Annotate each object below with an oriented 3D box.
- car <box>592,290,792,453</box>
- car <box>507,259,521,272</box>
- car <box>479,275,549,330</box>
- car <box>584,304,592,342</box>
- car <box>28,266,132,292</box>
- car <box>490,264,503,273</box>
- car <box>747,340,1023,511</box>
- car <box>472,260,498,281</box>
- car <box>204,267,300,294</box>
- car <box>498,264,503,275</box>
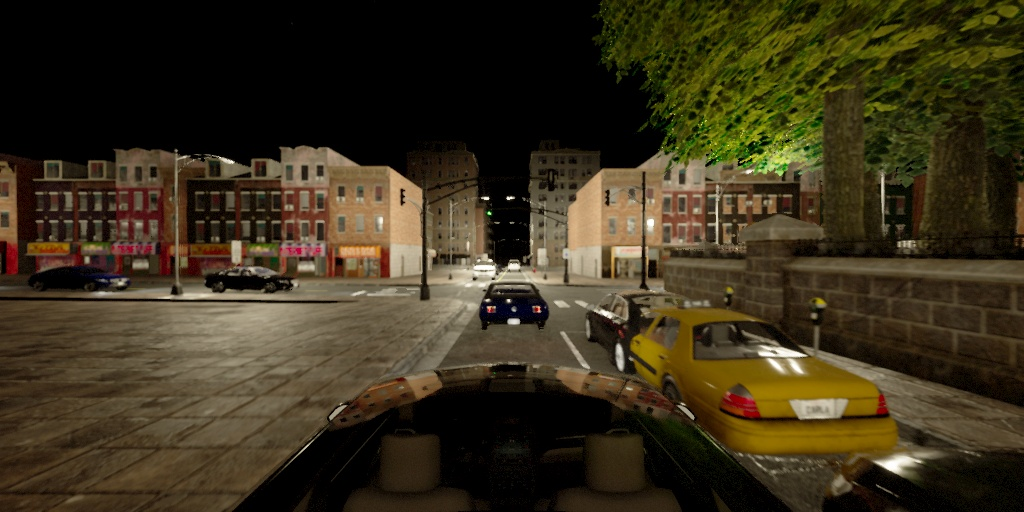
[{"bbox_3d":[2.687,1.318,5.428,1.751,1.417,4.829,0,0,0],"label":"car"},{"bbox_3d":[0.401,1.755,61.882,2.150,2.045,5.566,0,-1,0],"label":"car"},{"bbox_3d":[-0.028,1.472,11.697,1.895,1.301,4.718,0,-1,-2],"label":"car"},{"bbox_3d":[2.662,1.369,7.402,2.007,1.370,4.403,0,0,0],"label":"car"},{"bbox_3d":[-25.132,1.322,20.899,4.674,1.442,1.812,1,1,0],"label":"car"},{"bbox_3d":[-2.517,2.072,59.987,1.994,1.385,4.181,0,-1,1],"label":"car"},{"bbox_3d":[2.638,1.283,0.267,2.007,1.370,4.403,0,0,0],"label":"car"},{"bbox_3d":[-2.782,1.412,36.456,2.150,2.045,5.566,0,-1,-2],"label":"car"},{"bbox_3d":[-15.027,1.398,20.875,4.902,1.511,2.128,1,1,0],"label":"car"},{"bbox_3d":[-2.657,1.886,47.466,2.033,1.411,5.357,0,-1,1],"label":"car"}]
